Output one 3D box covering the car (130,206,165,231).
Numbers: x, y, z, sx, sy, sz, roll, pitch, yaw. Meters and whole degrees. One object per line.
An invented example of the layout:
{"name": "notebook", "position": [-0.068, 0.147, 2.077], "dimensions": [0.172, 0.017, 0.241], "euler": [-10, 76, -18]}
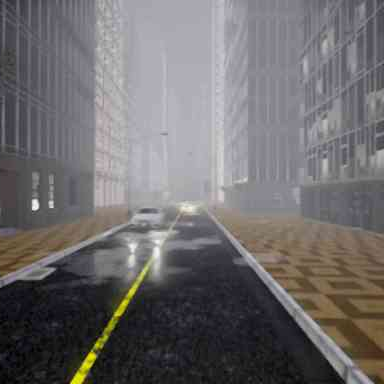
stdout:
{"name": "car", "position": [-2.797, 1.655, 21.810], "dimensions": [1.812, 1.442, 4.674], "euler": [0, 0, 0]}
